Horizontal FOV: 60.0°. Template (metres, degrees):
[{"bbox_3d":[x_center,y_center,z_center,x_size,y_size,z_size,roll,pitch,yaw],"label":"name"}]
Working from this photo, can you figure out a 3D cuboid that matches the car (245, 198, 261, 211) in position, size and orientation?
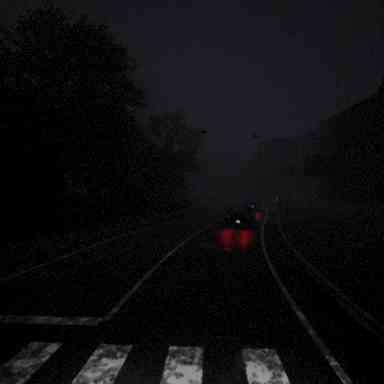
[{"bbox_3d":[7.402,1.469,40.750,1.812,1.442,4.674,1,1,11],"label":"car"}]

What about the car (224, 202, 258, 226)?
[{"bbox_3d":[3.519,1.653,23.963,1.895,1.301,4.718,1,0,13],"label":"car"}]
